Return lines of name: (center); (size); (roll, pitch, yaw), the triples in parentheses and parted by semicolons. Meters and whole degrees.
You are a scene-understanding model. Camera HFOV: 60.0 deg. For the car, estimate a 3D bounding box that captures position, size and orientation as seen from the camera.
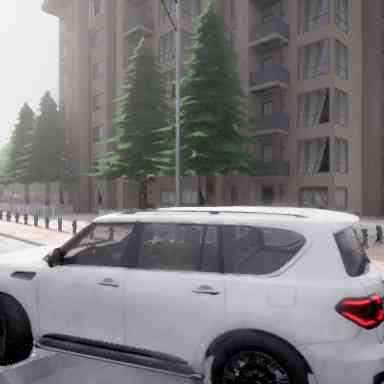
car: (-0.440, 1.222, 4.611); (5.566, 2.045, 2.150); (0, 0, 22)
